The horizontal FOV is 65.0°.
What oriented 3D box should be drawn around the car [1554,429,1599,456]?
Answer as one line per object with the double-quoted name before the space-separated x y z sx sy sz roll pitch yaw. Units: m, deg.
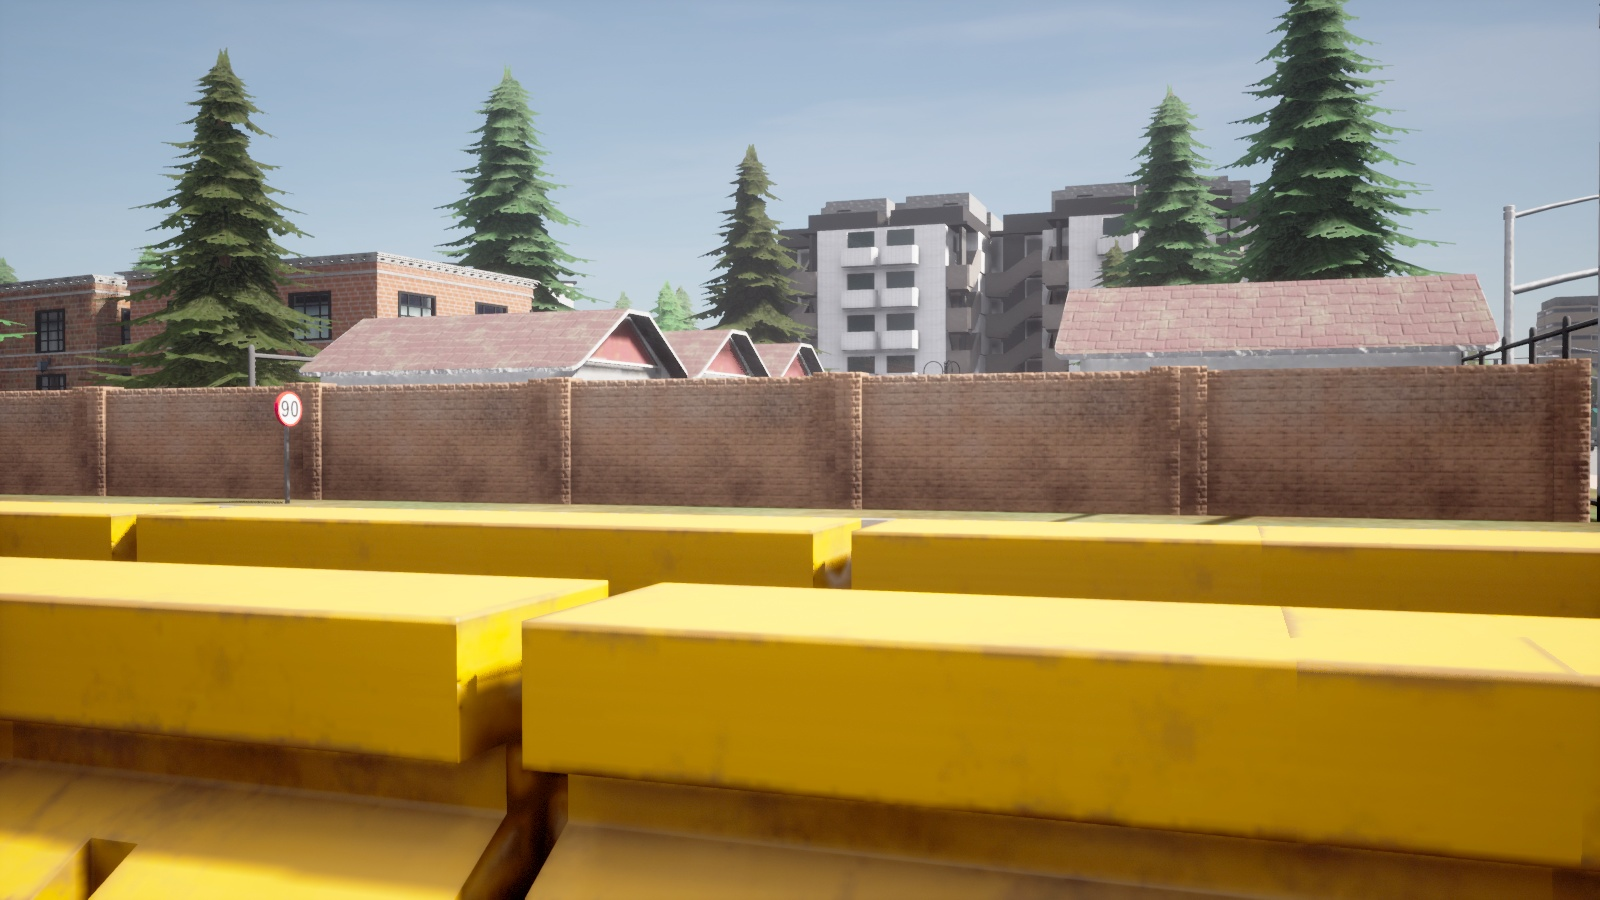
"car" 50.152 -0.497 80.589 2.152 1.651 5.027 1 1 20
